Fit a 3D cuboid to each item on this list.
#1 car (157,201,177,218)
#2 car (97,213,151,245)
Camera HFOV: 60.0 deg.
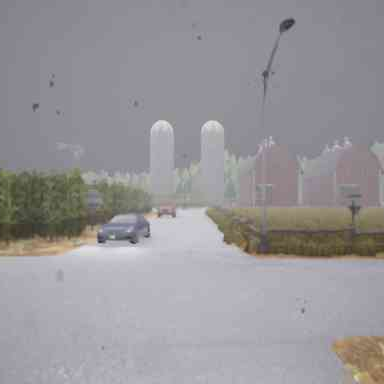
[{"bbox_3d":[-3.092,2.146,41.300,2.150,2.045,5.566,0,-1,0],"label":"car"},{"bbox_3d":[-3.428,1.866,17.689,1.812,1.442,4.674,0,-1,6],"label":"car"}]
